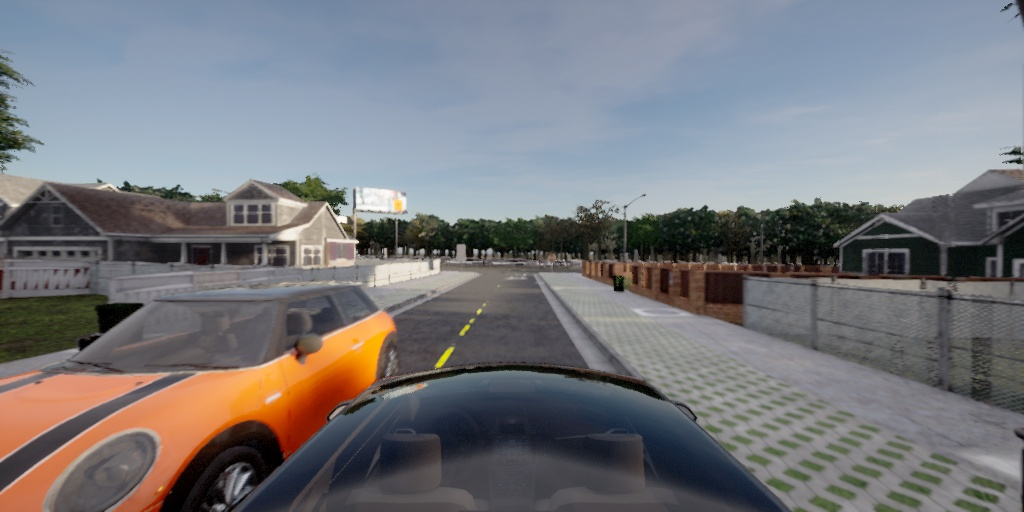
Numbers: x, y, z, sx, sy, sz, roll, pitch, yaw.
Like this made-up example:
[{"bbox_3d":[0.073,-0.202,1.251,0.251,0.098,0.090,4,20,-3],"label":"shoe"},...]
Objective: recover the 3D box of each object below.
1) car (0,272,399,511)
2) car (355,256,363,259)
[{"bbox_3d":[-2.814,1.106,3.682,2.097,1.767,4.553,0,0,0],"label":"car"},{"bbox_3d":[-20.398,0.829,47.236,4.553,1.767,2.097,1,1,3],"label":"car"}]
